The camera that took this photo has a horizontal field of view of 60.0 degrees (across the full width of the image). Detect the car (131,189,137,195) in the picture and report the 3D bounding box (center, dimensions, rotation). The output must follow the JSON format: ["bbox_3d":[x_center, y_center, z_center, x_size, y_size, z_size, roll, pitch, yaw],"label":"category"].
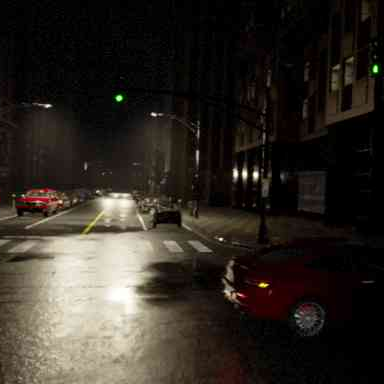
[{"bbox_3d":[-9.363,0.725,59.236,1.967,1.590,4.097,2,0,-11],"label":"car"}]

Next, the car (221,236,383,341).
[{"bbox_3d":[2.870,1.587,6.172,4.674,1.442,1.812,2,1,-11],"label":"car"}]

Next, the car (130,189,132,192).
[{"bbox_3d":[-12.660,0.613,75.834,1.887,1.381,4.507,2,0,-11],"label":"car"}]

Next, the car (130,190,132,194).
[{"bbox_3d":[-11.562,0.685,70.301,1.887,1.381,4.507,2,0,-11],"label":"car"}]

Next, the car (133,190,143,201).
[{"bbox_3d":[-7.168,0.872,48.172,1.967,1.590,4.097,2,0,-11],"label":"car"}]

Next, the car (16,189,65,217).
[{"bbox_3d":[-11.126,0.737,24.371,2.192,1.841,5.009,2,0,-11],"label":"car"}]

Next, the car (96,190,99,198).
[{"bbox_3d":[-17.687,0.503,57.399,1.752,1.417,4.829,2,0,-11],"label":"car"}]

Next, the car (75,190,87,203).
[{"bbox_3d":[-14.429,0.779,40.969,1.802,1.307,4.206,2,0,-11],"label":"car"}]

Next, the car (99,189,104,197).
[{"bbox_3d":[-19.917,0.397,68.631,1.947,1.339,4.313,2,0,-11],"label":"car"}]

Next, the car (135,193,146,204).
[{"bbox_3d":[-4.976,1.125,37.108,1.887,1.381,4.507,2,0,-11],"label":"car"}]

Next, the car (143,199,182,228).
[{"bbox_3d":[-1.683,1.358,20.511,2.008,1.369,4.403,2,0,-11],"label":"car"}]

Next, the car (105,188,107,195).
[{"bbox_3d":[-22.113,0.255,79.696,1.947,1.339,4.313,2,0,-11],"label":"car"}]

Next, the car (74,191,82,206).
[{"bbox_3d":[-13.331,0.838,35.438,1.947,1.339,4.313,2,0,-11],"label":"car"}]

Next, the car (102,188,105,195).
[{"bbox_3d":[-20.981,0.287,73.997,1.752,1.417,4.829,2,0,-11],"label":"car"}]

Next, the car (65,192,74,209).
[{"bbox_3d":[-12.229,0.787,29.905,1.967,1.590,4.097,2,0,-11],"label":"car"}]

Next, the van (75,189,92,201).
[{"bbox_3d":[-15.518,0.464,46.500,1.690,1.788,3.998,2,0,-11],"label":"van"}]

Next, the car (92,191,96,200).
[{"bbox_3d":[-16.619,0.489,52.033,1.967,1.590,4.097,2,0,-11],"label":"car"}]

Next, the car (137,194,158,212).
[{"bbox_3d":[-3.879,1.207,31.576,2.008,1.369,4.403,2,0,-11],"label":"car"}]

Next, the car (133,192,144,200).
[{"bbox_3d":[-10.497,0.735,64.936,1.752,1.417,4.829,2,0,-11],"label":"car"}]
